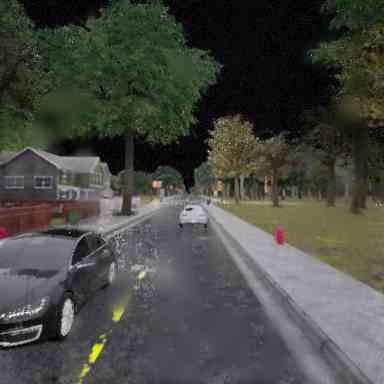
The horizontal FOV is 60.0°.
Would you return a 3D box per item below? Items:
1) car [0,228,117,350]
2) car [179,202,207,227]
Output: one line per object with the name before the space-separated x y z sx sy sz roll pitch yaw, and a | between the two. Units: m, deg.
car | -2.818 1.545 6.612 1.837 1.490 4.892 0 -1 0
car | 0.088 1.656 23.614 1.812 1.442 4.674 0 0 0
